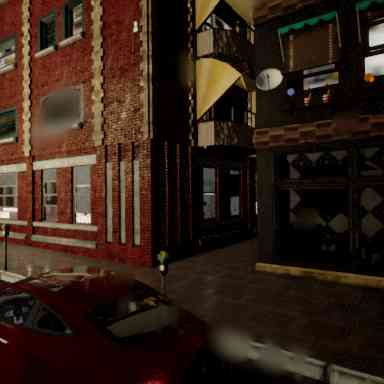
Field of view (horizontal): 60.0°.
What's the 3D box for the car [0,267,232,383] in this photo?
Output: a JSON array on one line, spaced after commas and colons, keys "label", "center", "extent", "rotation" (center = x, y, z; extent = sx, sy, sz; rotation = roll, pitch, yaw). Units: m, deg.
[{"label": "car", "center": [-1.551, 1.583, 3.959], "extent": [4.206, 1.307, 1.802], "rotation": [0, -1, 36]}]
